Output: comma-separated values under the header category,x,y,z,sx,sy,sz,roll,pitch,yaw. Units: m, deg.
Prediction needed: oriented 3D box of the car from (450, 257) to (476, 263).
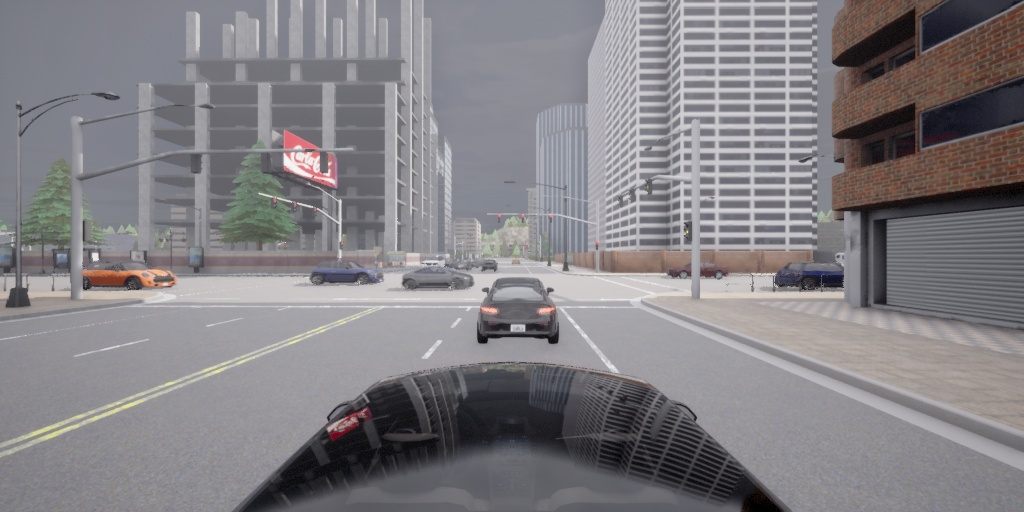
category,x,y,z,sx,sy,sz,roll,pitch,yaw
car,-6.572,1.235,48.541,2.128,1.511,4.902,0,0,1

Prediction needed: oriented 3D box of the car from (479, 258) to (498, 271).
category,x,y,z,sx,sy,sz,roll,pitch,yaw
car,-2.906,1.248,47.667,1.837,1.490,4.892,0,0,1

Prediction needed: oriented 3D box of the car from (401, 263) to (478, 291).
category,x,y,z,sx,sy,sz,roll,pitch,yaw
car,-4.378,1.311,21.327,4.181,1.385,1.994,0,0,0

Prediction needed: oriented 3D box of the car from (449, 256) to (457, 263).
category,x,y,z,sx,sy,sz,roll,pitch,yaw
car,-9.978,1.094,55.655,2.097,1.767,4.553,0,0,1

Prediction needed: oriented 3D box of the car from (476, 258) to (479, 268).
category,x,y,z,sx,sy,sz,roll,pitch,yaw
car,-6.453,1.306,58.511,1.994,1.385,4.181,0,0,0

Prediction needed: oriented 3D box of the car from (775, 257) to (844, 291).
category,x,y,z,sx,sy,sz,roll,pitch,yaw
car,18.349,1.100,21.185,4.553,1.767,2.097,0,0,0

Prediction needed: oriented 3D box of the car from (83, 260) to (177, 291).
category,x,y,z,sx,sy,sz,roll,pitch,yaw
car,-22.864,1.099,21.385,4.553,1.767,2.097,0,0,2

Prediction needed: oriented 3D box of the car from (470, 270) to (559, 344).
category,x,y,z,sx,sy,sz,roll,pitch,yaw
car,0.156,1.275,9.472,1.812,1.442,4.674,0,0,1

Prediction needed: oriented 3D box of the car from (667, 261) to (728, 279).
category,x,y,z,sx,sy,sz,roll,pitch,yaw
car,16.456,1.223,31.895,5.008,1.535,1.882,0,0,0

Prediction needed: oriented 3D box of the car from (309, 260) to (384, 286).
category,x,y,z,sx,sy,sz,roll,pitch,yaw
car,-11.358,1.098,24.871,4.553,1.767,2.097,0,0,0

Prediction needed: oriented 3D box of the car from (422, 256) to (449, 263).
category,x,y,z,sx,sy,sz,roll,pitch,yaw
car,-10.091,0.965,46.185,2.150,2.045,5.566,0,0,1
